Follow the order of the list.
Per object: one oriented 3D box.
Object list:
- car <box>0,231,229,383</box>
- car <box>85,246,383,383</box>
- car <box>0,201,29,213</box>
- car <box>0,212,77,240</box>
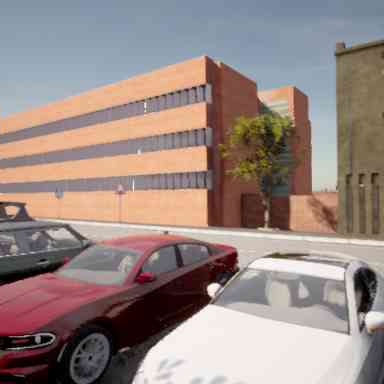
[{"bbox_3d":[-0.982,1.518,5.703,2.097,1.535,5.008,-1,0,36],"label":"car"},{"bbox_3d":[1.316,1.532,4.058,2.002,1.452,4.674,-1,0,36],"label":"car"},{"bbox_3d":[-7.902,1.348,10.603,2.435,2.045,5.566,-1,0,36],"label":"car"},{"bbox_3d":[-3.304,1.420,7.316,2.185,1.767,4.553,-1,0,36],"label":"car"}]
